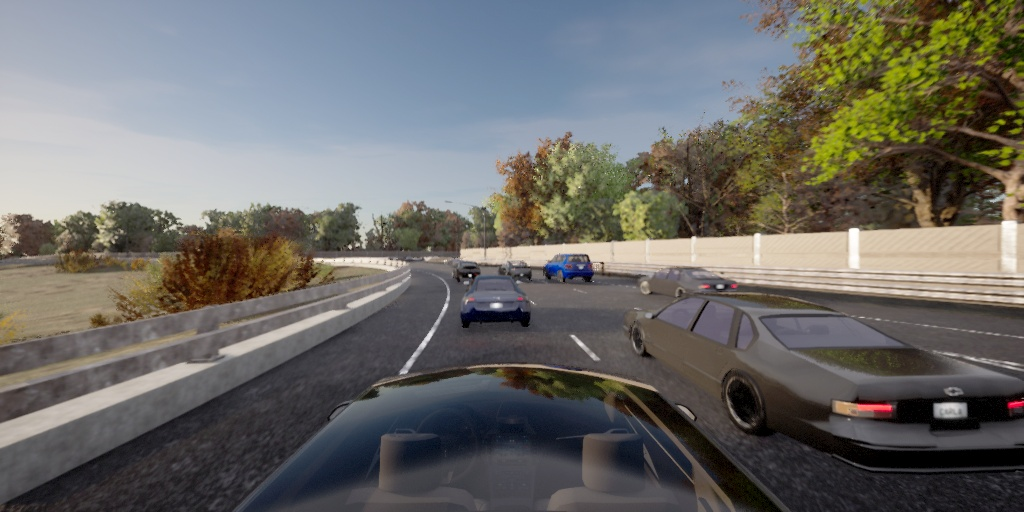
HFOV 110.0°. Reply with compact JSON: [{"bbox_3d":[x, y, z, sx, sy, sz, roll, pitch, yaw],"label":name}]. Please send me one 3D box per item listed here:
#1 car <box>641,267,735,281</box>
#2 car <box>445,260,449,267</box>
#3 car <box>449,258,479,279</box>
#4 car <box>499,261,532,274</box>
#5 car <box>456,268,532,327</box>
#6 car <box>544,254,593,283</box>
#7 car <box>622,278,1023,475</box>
[{"bbox_3d":[7.584,1.196,16.044,2.033,1.411,5.357,0,0,-7],"label":"car"},{"bbox_3d":[-9.480,1.081,59.528,2.033,1.411,5.357,0,0,-31],"label":"car"},{"bbox_3d":[-3.652,1.152,28.355,1.837,1.490,4.892,0,0,-15],"label":"car"},{"bbox_3d":[0.143,1.123,27.655,2.128,1.511,4.902,0,0,-13],"label":"car"},{"bbox_3d":[-0.597,1.272,11.481,1.994,1.385,4.181,0,0,-5],"label":"car"},{"bbox_3d":[4.020,0.841,26.307,2.150,2.045,5.566,0,0,-12],"label":"car"},{"bbox_3d":[3.391,1.265,5.367,2.033,1.411,5.357,0,0,-2],"label":"car"}]
